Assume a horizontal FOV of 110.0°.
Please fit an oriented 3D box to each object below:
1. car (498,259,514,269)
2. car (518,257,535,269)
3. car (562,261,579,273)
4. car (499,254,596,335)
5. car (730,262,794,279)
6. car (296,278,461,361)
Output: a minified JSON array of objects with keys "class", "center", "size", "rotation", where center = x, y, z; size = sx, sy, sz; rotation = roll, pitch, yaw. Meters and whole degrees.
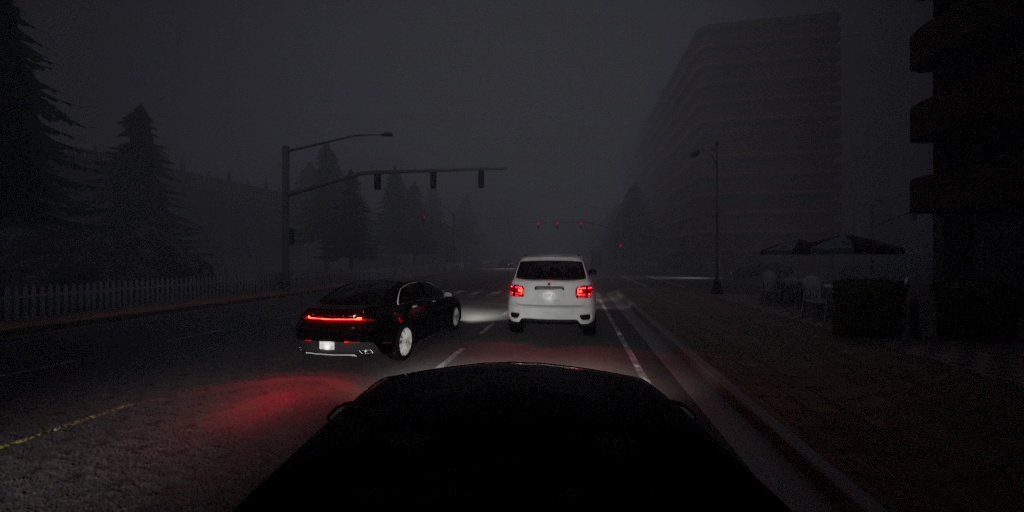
[{"class":"car","center":[-0.939,1.245,59.205],"size":[1.837,1.490,4.892],"rotation":[0,0,10]},{"class":"car","center":[2.309,1.093,57.489],"size":[2.097,1.767,4.553],"rotation":[0,0,10]},{"class":"car","center":[7.347,1.323,44.712],"size":[1.994,1.385,4.181],"rotation":[0,0,10]},{"class":"car","center":[1.319,0.970,10.727],"size":[2.150,2.045,5.566],"rotation":[0,0,10]},{"class":"car","center":[22.456,1.292,32.327],"size":[4.902,1.511,2.128],"rotation":[0,0,10]},{"class":"car","center":[-2.662,1.254,8.394],"size":[1.837,1.490,4.892],"rotation":[0,0,10]}]
